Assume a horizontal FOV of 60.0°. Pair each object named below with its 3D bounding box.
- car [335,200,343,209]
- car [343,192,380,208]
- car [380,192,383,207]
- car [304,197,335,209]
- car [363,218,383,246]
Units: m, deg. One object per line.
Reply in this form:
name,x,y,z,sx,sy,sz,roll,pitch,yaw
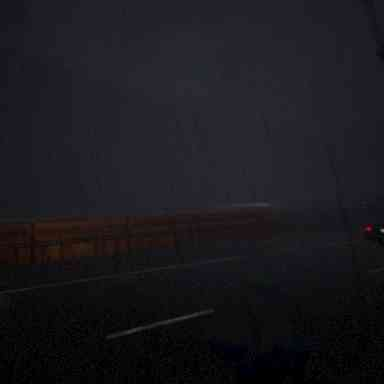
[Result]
car,19.091,1.334,37.696,4.892,1.490,1.837,0,0,-21
car,18.552,1.066,33.732,5.566,2.045,2.150,0,0,-22
car,20.599,1.075,30.795,5.566,2.045,2.150,0,0,-22
car,15.745,1.349,40.104,4.674,1.442,1.812,0,0,-22
car,9.305,1.482,13.555,5.357,1.411,2.033,0,0,-29
